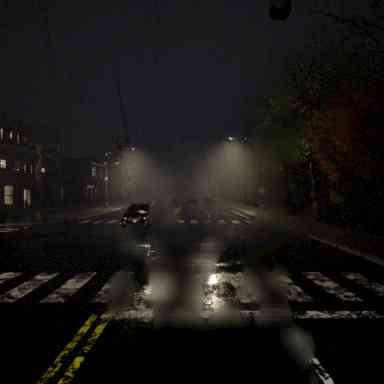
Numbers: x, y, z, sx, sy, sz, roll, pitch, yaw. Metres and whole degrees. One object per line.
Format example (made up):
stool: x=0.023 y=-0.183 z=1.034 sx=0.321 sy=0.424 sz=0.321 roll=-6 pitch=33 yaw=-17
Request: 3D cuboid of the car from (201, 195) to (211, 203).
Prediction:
car: x=3.072 y=1.495 z=73.222 sx=2.128 sy=1.511 sz=4.902 roll=0 pitch=0 yaw=0

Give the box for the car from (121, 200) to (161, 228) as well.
car: x=-3.404 y=1.501 z=22.074 sx=1.837 sy=1.490 sz=4.892 roll=0 pitch=-1 yaw=0

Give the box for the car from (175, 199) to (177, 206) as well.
car: x=-3.468 y=1.545 z=54.957 sx=1.994 sy=1.385 sz=4.181 roll=0 pitch=0 yaw=0

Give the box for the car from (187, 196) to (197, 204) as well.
car: x=-0.057 y=1.577 z=64.460 sx=1.895 sy=1.301 sz=4.718 roll=0 pitch=0 yaw=0

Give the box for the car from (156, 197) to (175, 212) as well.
car: x=-3.445 y=1.339 z=39.366 sx=2.097 sy=1.767 sz=4.553 roll=0 pitch=0 yaw=0

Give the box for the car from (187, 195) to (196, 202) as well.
car: x=-0.168 y=1.511 z=74.659 sx=2.033 sy=1.411 sz=5.357 roll=0 pitch=0 yaw=0

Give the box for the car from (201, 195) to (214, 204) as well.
car: x=3.199 y=1.577 z=63.217 sx=1.895 sy=1.301 sz=4.718 roll=0 pitch=0 yaw=0
